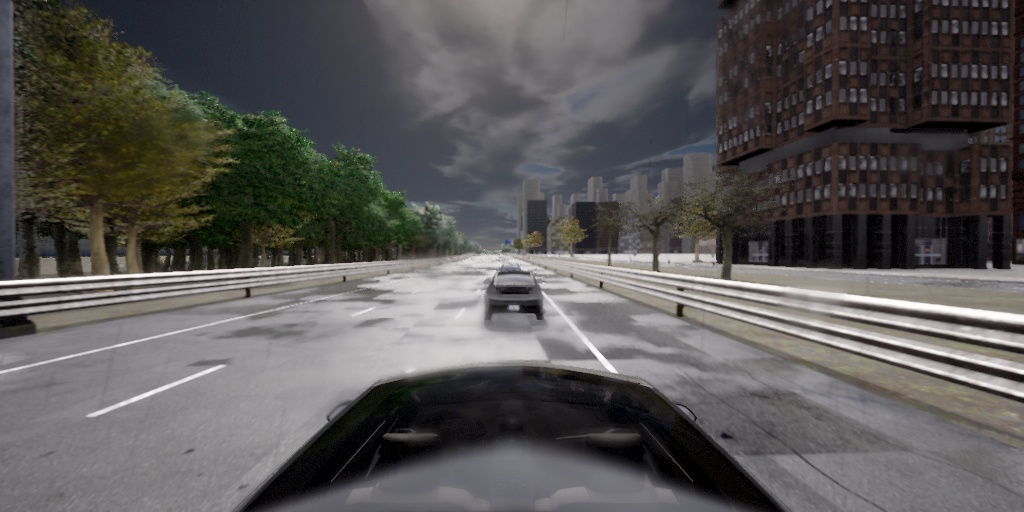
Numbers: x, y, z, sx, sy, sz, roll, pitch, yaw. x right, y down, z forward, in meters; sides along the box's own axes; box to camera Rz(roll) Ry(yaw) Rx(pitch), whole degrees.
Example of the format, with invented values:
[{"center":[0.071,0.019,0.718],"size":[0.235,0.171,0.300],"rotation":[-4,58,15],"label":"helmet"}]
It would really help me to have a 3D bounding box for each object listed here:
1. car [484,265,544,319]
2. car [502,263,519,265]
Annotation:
[{"center":[0.061,1.242,12.712],"size":[1.837,1.490,4.892],"rotation":[0,0,0],"label":"car"},{"center":[-0.148,1.280,33.479],"size":[1.895,1.301,4.718],"rotation":[0,0,-1],"label":"car"}]
